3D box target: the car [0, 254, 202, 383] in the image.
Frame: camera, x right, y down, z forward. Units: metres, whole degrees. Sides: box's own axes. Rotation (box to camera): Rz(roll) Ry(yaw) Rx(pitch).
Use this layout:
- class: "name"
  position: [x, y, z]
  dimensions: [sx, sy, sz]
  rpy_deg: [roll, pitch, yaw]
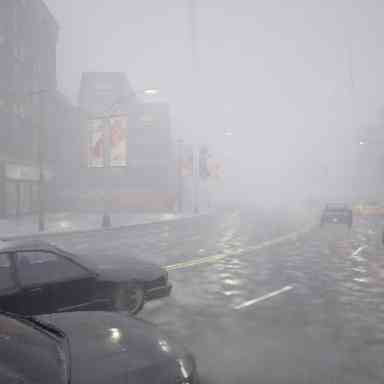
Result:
- class: "car"
  position: [-2.149, 1.501, 2.056]
  dimensions: [4.892, 1.490, 1.837]
  rpy_deg: [0, 1, -35]

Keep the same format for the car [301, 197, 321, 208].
- class: "car"
  position: [17.549, 1.477, 48.789]
  dimensions: [1.837, 1.490, 4.892]
  rpy_deg: [0, 0, -2]

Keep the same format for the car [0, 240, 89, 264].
- class: "car"
  position: [-2.945, 1.541, 5.496]
  dimensions: [5.357, 1.411, 2.033]
  rpy_deg: [0, 0, -39]

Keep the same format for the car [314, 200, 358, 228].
- class: "car"
  position: [9.694, 1.480, 22.281]
  dimensions: [2.128, 1.511, 4.902]
  rpy_deg: [0, 0, 25]

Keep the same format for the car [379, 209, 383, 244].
- class: "car"
  position: [9.567, 1.521, 14.667]
  dimensions: [1.812, 1.442, 4.674]
  rpy_deg: [0, 0, 33]

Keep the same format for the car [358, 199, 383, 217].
- class: "car"
  position: [16.178, 1.442, 30.965]
  dimensions: [1.801, 1.575, 5.366]
  rpy_deg: [0, 0, 14]
